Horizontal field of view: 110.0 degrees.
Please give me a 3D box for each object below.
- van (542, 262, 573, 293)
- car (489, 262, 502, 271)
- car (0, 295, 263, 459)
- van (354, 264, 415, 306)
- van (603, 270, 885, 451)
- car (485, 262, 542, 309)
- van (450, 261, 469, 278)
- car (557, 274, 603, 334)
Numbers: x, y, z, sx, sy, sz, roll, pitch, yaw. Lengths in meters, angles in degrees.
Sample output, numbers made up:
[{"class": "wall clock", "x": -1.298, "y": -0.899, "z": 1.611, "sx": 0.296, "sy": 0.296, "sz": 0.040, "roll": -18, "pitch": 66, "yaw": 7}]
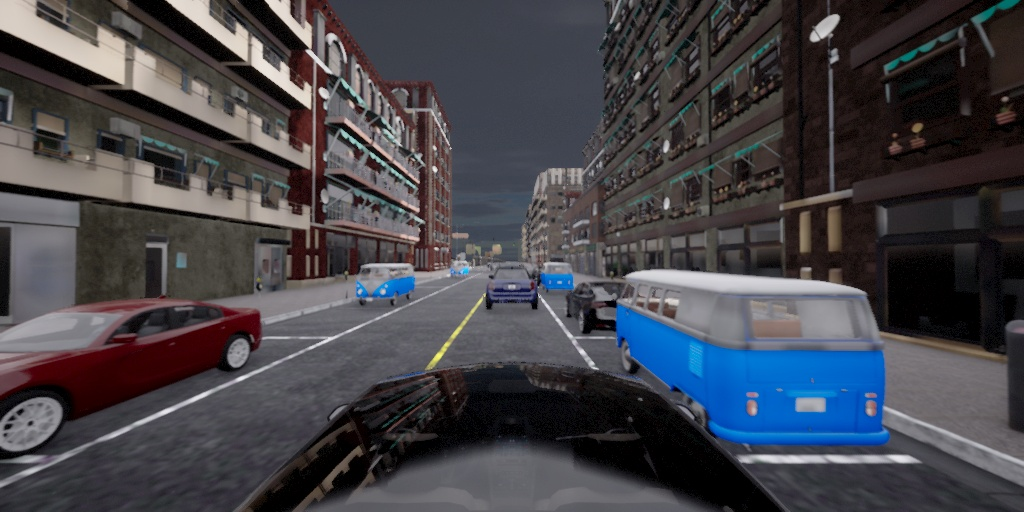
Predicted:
[{"class": "van", "x": 2.687, "y": 1.287, "z": 22.062, "sx": 1.690, "sy": 1.789, "sz": 3.998, "roll": 0, "pitch": 0, "yaw": 0}, {"class": "car", "x": -3.018, "y": 1.894, "z": 65.294, "sx": 2.128, "sy": 1.511, "sz": 4.902, "roll": 0, "pitch": -1, "yaw": 0}, {"class": "car", "x": -5.689, "y": 1.326, "z": 5.075, "sx": 1.888, "sy": 1.381, "sz": 4.507, "roll": 0, "pitch": 0, "yaw": 0}, {"class": "van", "x": -5.692, "y": 1.231, "z": 16.398, "sx": 1.690, "sy": 1.789, "sz": 3.998, "roll": 0, "pitch": 0, "yaw": 0}, {"class": "van", "x": 2.691, "y": 1.122, "z": 5.077, "sx": 1.690, "sy": 1.789, "sz": 3.998, "roll": 0, "pitch": 0, "yaw": 0}, {"class": "car", "x": 0.000, "y": 1.236, "z": 15.931, "sx": 2.097, "sy": 1.767, "sz": 4.553, "roll": 0, "pitch": -1, "yaw": 0}, {"class": "van", "x": -5.697, "y": 1.460, "z": 39.044, "sx": 1.690, "sy": 1.789, "sz": 3.998, "roll": 0, "pitch": 0, "yaw": 0}, {"class": "car", "x": 2.690, "y": 1.401, "z": 10.737, "sx": 1.948, "sy": 1.339, "sz": 4.313, "roll": 0, "pitch": 0, "yaw": 0}]
